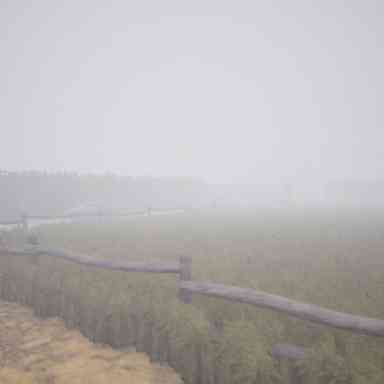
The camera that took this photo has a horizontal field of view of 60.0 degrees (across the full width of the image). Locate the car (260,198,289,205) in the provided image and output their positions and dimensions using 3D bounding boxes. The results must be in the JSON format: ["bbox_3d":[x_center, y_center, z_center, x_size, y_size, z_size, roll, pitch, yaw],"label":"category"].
[{"bbox_3d":[11.671,1.406,44.682,4.718,1.301,1.895,-1,1,-20],"label":"car"}]

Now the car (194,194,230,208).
[{"bbox_3d":[2.522,1.222,40.057,2.150,2.045,5.566,0,0,36],"label":"car"}]

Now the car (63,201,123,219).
[{"bbox_3d":[-7.646,1.469,26.034,1.837,1.490,4.892,0,0,36],"label":"car"}]
